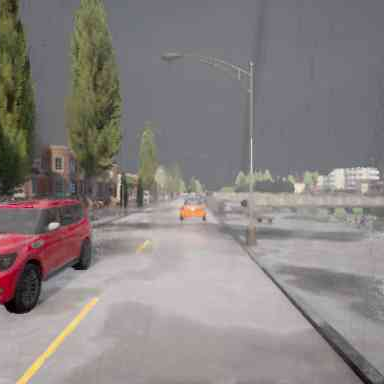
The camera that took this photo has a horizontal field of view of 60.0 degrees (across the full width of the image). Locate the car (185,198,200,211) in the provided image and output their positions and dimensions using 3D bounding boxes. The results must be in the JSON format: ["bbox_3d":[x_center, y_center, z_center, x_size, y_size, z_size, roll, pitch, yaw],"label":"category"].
[{"bbox_3d":[0.081,1.527,40.858,1.812,1.442,4.674,0,0,0],"label":"car"}]

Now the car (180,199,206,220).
[{"bbox_3d":[0.086,1.353,27.846,2.097,1.767,4.553,0,0,0],"label":"car"}]

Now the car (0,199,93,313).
[{"bbox_3d":[-4.093,1.224,8.021,2.150,2.045,5.566,0,0,0],"label":"car"}]
